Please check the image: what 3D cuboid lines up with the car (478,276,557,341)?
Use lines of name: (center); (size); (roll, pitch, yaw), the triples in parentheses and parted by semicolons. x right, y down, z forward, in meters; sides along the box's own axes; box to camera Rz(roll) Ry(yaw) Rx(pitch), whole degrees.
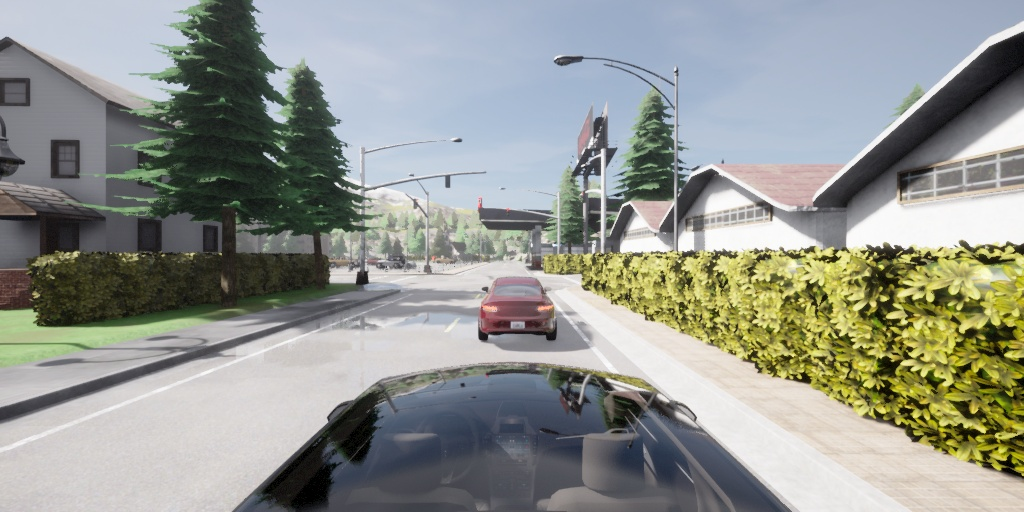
car: (0.128, 1.276, 9.778); (1.812, 1.442, 4.674); (0, 0, 0)
